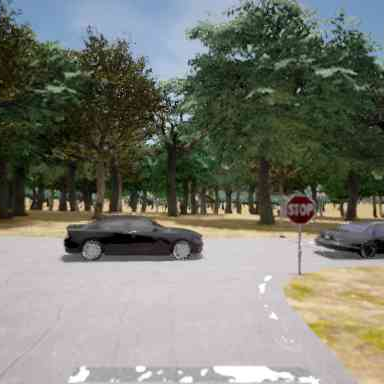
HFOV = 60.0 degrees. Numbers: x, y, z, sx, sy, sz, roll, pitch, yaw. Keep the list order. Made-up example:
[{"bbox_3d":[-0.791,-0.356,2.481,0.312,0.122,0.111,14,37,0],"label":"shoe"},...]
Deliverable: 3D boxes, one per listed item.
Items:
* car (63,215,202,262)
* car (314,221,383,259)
[{"bbox_3d":[-2.090,1.615,12.311,5.008,1.535,1.882,1,0,-8],"label":"car"},{"bbox_3d":[7.936,1.924,13.898,5.357,1.411,2.033,1,0,-10],"label":"car"}]
